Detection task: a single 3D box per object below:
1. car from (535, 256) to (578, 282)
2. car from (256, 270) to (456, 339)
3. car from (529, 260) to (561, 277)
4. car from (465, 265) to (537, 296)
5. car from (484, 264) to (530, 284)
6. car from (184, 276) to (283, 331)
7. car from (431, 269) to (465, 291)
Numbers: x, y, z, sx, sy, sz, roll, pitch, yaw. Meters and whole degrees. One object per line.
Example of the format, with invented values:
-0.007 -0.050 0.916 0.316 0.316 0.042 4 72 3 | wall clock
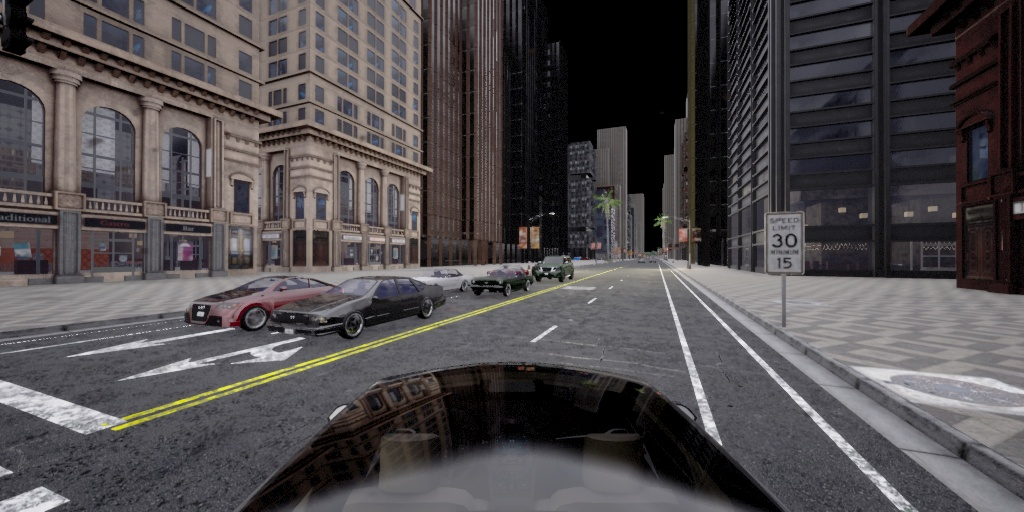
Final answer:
3.582 0.987 29.322 2.150 2.045 5.566 0 0 22 | car
-4.006 1.299 10.509 2.033 1.411 5.357 0 0 22 | car
3.573 1.251 37.901 1.882 1.535 5.008 0 0 22 | car
-0.420 1.357 19.402 1.895 1.301 4.718 0 0 22 | car
-0.278 1.364 28.449 1.895 1.301 4.718 0 0 22 | car
-7.274 1.316 11.083 1.994 1.385 4.181 0 0 22 | car
-4.003 1.357 19.211 1.895 1.301 4.718 0 0 22 | car
